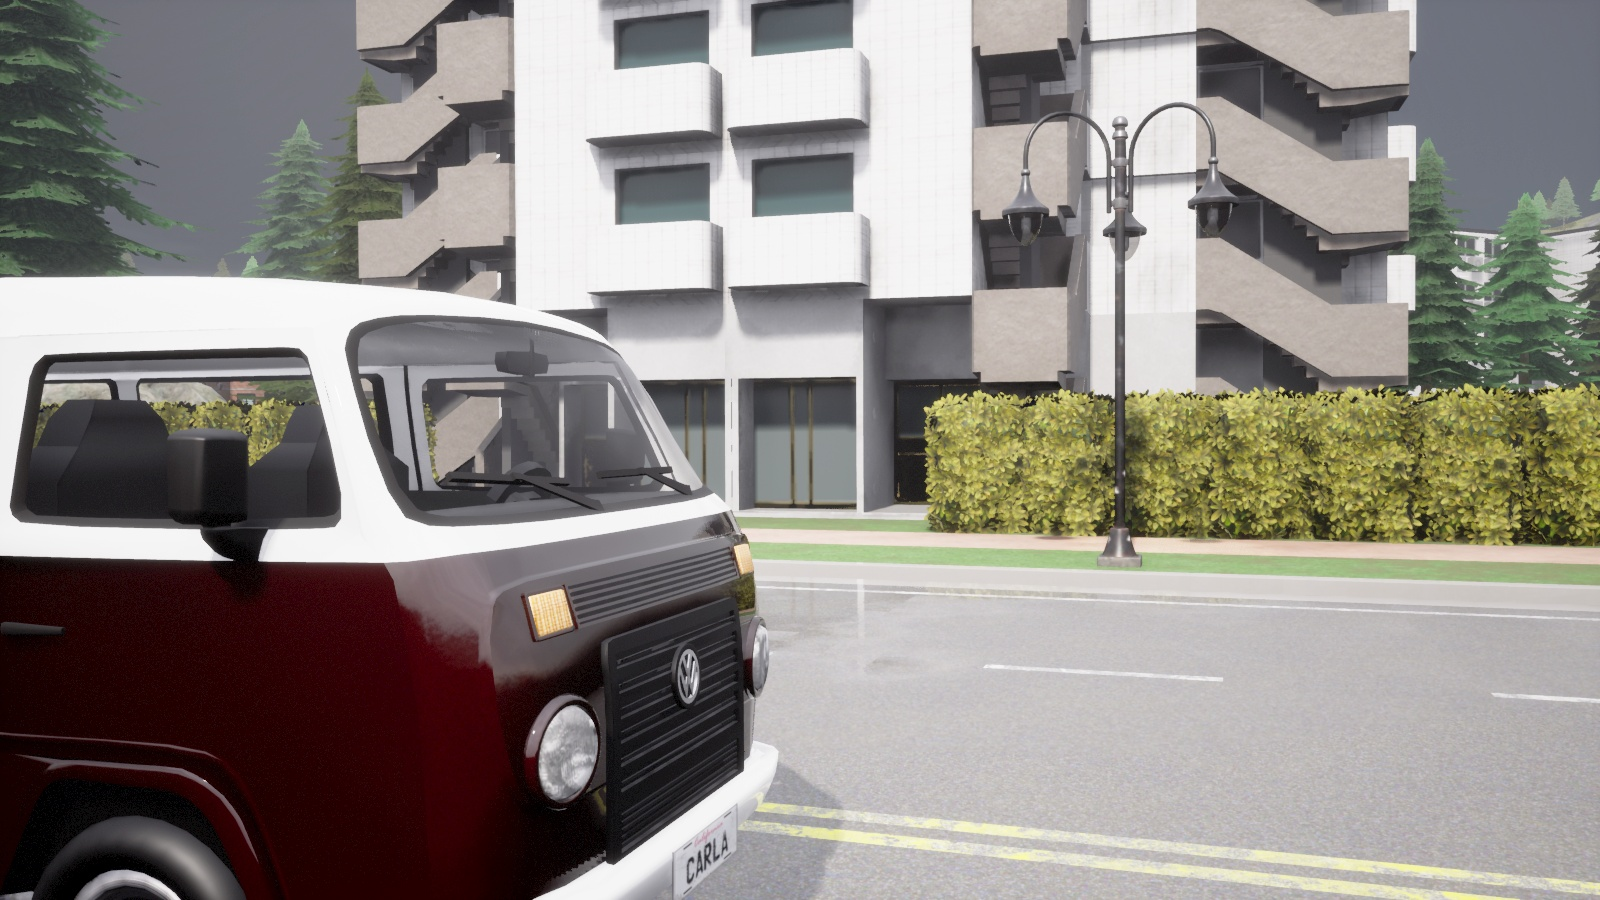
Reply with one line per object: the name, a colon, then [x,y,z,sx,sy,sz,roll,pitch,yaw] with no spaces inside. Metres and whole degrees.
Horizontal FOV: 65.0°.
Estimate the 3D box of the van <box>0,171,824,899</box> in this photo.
van: [-2.375,0.477,3.985,4.480,2.038,2.069,1,1,18]
